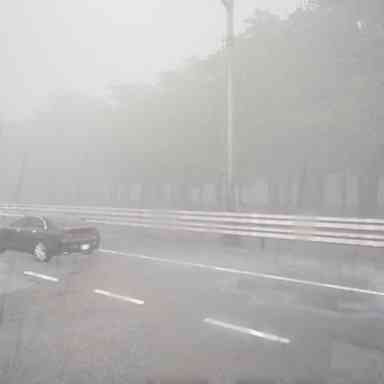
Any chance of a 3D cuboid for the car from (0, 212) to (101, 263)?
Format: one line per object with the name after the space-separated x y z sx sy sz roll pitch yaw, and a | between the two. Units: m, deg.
-5.373 1.506 12.004 4.892 1.490 1.837 0 0 36 | car
